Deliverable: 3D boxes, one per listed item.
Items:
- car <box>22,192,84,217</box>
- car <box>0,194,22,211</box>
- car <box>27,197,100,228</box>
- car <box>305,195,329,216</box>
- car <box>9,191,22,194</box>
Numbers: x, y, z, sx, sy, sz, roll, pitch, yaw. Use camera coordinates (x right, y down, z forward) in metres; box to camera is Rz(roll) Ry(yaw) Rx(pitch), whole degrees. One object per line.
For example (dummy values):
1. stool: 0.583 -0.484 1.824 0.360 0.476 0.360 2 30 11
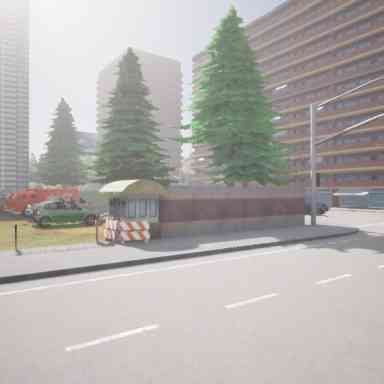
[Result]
1. car: -9.978 1.172 25.162 4.605 1.855 1.932 0 0 -35
2. car: -24.986 1.394 43.773 4.193 1.474 1.816 0 0 -35
3. car: -7.965 1.341 21.106 3.988 1.617 1.851 0 0 -35
4. car: 10.981 1.276 33.764 2.150 2.045 5.566 0 0 -35
5. car: -26.258 1.204 46.298 3.866 1.878 1.905 0 0 -35
